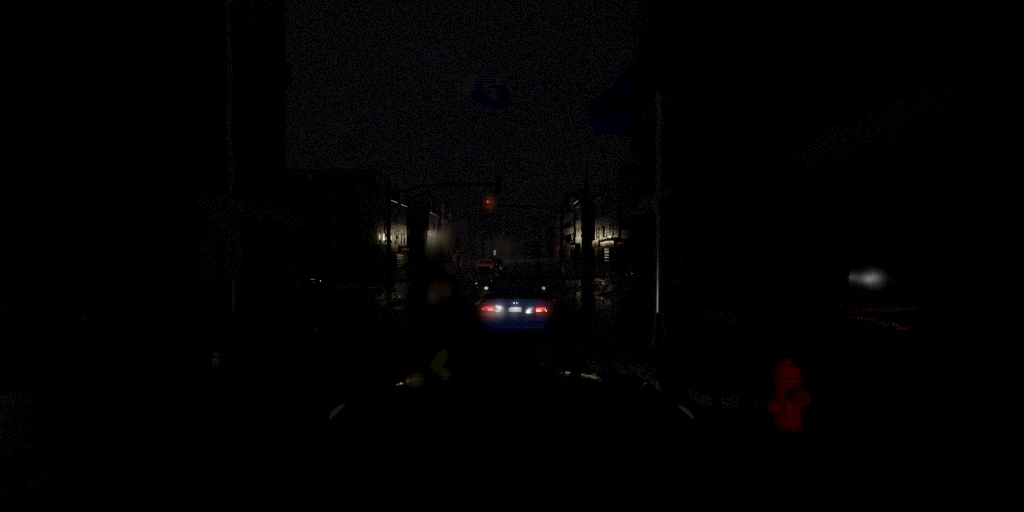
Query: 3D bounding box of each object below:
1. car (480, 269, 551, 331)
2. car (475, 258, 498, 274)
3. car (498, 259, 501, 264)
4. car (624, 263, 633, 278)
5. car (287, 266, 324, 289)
[{"bbox_3d":[0.088,1.286,10.842,2.033,1.411,5.357,0,0,0],"label":"car"},{"bbox_3d":[-2.851,1.082,38.707,1.882,1.535,5.008,0,0,0],"label":"car"},{"bbox_3d":[-2.855,1.029,50.175,1.837,1.490,4.892,0,2,-1],"label":"car"},{"bbox_3d":[10.572,0.732,26.162,4.553,1.767,2.097,-2,1,1],"label":"car"},{"bbox_3d":[-14.800,1.378,23.102,4.892,1.490,1.837,0,1,-2],"label":"car"}]
